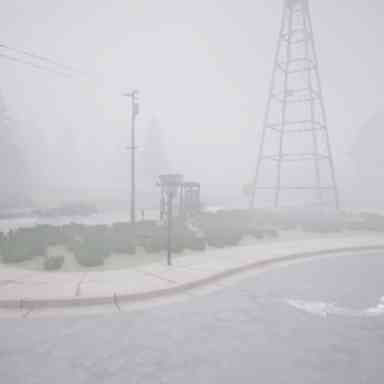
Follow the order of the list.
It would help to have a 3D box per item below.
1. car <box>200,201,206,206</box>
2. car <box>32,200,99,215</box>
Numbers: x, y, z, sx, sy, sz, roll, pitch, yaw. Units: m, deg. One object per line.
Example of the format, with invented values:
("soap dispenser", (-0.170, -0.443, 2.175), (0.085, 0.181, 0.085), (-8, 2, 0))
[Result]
("car", (-0.466, 1.229, 34.684), (2.097, 1.767, 4.553), (0, 0, 36))
("car", (-10.260, 1.400, 27.365), (2.033, 1.411, 5.357), (0, 0, 36))
